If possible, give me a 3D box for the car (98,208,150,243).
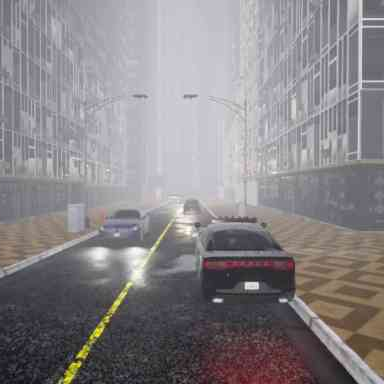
[{"bbox_3d":[-3.130,1.525,16.171,1.812,1.442,4.674,0,0,0],"label":"car"}]

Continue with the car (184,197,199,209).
[{"bbox_3d":[-0.057,1.493,46.555,1.882,1.535,5.008,0,0,0],"label":"car"}]

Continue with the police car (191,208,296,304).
[{"bbox_3d":[1.035,1.425,8.358,1.930,1.638,5.238,0,0,0],"label":"police car"}]

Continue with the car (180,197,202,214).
[{"bbox_3d":[0.008,1.513,36.215,1.837,1.490,4.892,0,0,0],"label":"car"}]

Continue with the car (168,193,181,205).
[{"bbox_3d":[-3.109,1.252,59.842,2.150,2.045,5.566,0,0,0],"label":"car"}]
